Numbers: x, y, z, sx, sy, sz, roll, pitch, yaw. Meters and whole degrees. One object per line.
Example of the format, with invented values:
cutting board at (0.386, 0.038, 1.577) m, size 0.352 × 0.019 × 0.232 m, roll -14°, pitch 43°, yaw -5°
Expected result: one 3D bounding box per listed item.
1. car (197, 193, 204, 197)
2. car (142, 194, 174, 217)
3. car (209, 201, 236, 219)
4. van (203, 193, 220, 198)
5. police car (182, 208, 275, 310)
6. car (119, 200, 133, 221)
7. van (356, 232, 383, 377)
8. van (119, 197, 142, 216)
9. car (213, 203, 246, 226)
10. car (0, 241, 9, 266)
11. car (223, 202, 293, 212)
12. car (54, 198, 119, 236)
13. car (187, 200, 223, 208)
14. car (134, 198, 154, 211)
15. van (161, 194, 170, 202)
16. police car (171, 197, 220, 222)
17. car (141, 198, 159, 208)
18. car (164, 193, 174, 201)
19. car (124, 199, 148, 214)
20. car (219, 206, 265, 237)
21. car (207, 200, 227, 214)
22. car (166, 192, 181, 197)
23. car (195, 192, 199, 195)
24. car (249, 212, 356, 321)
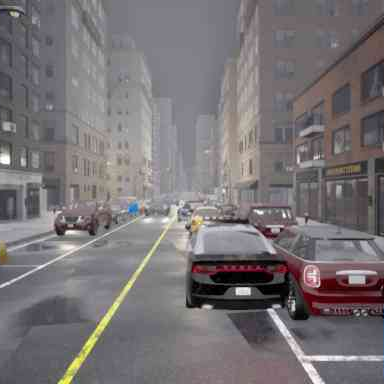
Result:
car at (2.571, 1.388, 74.186) m, size 1.967 × 1.590 × 4.097 m, roll 0°, pitch 0°, yaw 0°
car at (-3.134, 1.348, 31.220) m, size 2.097 × 1.767 × 4.553 m, roll 0°, pitch 0°, yaw 0°
car at (2.628, 1.547, 29.981) m, size 2.008 × 1.369 × 4.403 m, roll 0°, pitch 0°, yaw 0°
van at (2.614, 1.329, 41.321) m, size 1.690 × 1.788 × 3.998 m, roll 0°, pitch 0°, yaw 0°
police car at (0.786, 1.424, 8.038) m, size 1.930 × 1.638 × 5.238 m, roll 0°, pitch 0°, yaw -1°
car at (-5.890, 1.548, 24.288) m, size 2.008 × 1.369 × 4.403 m, roll 0°, pitch 0°, yaw 0°
van at (2.665, 1.341, 1.635) m, size 1.690 × 1.788 × 3.998 m, roll 0°, pitch 0°, yaw 0°
van at (-5.898, 1.338, 29.956) m, size 1.690 × 1.788 × 3.998 m, roll 0°, pitch 0°, yaw 0°
car at (2.635, 1.563, 24.312) m, size 1.947 × 1.339 × 4.313 m, roll 0°, pitch 0°, yaw 0°
car at (-5.867, 1.525, 7.114) m, size 1.752 × 1.417 × 4.829 m, roll 0°, pitch 0°, yaw 0°
car at (2.650, 1.314, 12.974) m, size 2.192 × 1.841 × 5.009 m, roll 0°, pitch 0°, yaw 0°
car at (-5.883, 1.313, 18.620) m, size 2.192 × 1.841 × 5.009 m, roll 0°, pitch 0°, yaw 0°
car at (0.763, 1.454, 18.133) m, size 1.801 × 1.575 × 5.366 m, roll 0°, pitch 0°, yaw 0°
car at (-5.912, 1.513, 41.125) m, size 1.752 × 1.417 × 4.829 m, roll 0°, pitch 0°, yaw 0°
van at (-5.954, 1.289, 74.157) m, size 1.690 × 1.788 × 3.998 m, roll 0°, pitch 0°, yaw 0°
police car at (0.242, 1.422, 23.959) m, size 1.930 × 1.638 × 5.238 m, roll 0°, pitch 0°, yaw -17°
car at (-5.919, 1.532, 46.962) m, size 2.008 × 1.369 × 4.403 m, roll 0°, pitch 0°, yaw 0°
car at (-5.969, 1.245, 85.330) m, size 2.192 × 1.841 × 5.009 m, roll 0°, pitch 0°, yaw 0°
car at (-5.904, 1.519, 35.455) m, size 1.752 × 1.417 × 4.829 m, roll 0°, pitch 0°, yaw 0°
car at (2.643, 1.564, 18.644) m, size 1.947 × 1.339 × 4.313 m, roll 0°, pitch 0°, yaw 0°
car at (2.621, 1.575, 35.651) m, size 1.802 × 1.307 × 4.206 m, roll 0°, pitch 0°, yaw 0°
car at (-3.068, 1.191, 51.896) m, size 2.150 × 2.045 × 5.566 m, roll 0°, pitch 0°, yaw 0°
car at (2.557, 1.245, 85.356) m, size 2.192 × 1.841 × 5.009 m, roll 0°, pitch 0°, yaw 0°
car at (2.658, 1.439, 7.305) m, size 1.967 × 1.590 × 4.097 m, roll 0°, pitch 0°, yaw 0°
